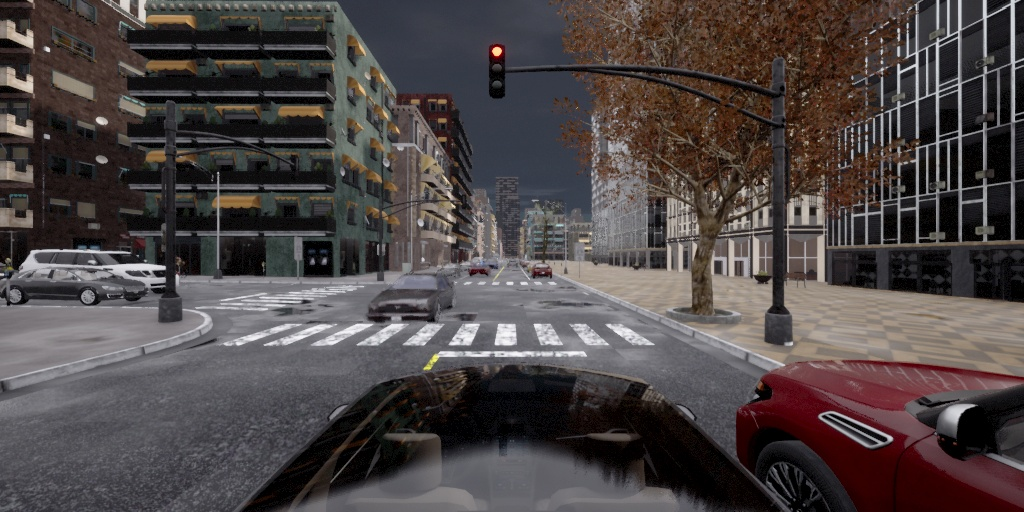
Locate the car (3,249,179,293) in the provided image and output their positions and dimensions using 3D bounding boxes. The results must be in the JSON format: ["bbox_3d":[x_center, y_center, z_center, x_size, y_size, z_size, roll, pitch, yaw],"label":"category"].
[{"bbox_3d":[-18.430,0.738,16.126,5.566,2.045,2.150,1,0,-1],"label":"car"}]

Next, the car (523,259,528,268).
[{"bbox_3d":[2.682,1.298,44.213,1.751,1.417,4.829,0,0,0],"label":"car"}]

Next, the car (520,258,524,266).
[{"bbox_3d":[2.679,1.375,60.640,1.802,1.307,4.207,0,0,0],"label":"car"}]

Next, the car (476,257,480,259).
[{"bbox_3d":[-5.700,1.226,55.106,1.967,1.591,4.097,0,0,0],"label":"car"}]

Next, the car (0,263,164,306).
[{"bbox_3d":[-16.437,1.092,13.558,4.403,1.370,2.007,0,0,-1],"label":"car"}]

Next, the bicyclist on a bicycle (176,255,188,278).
[{"bbox_3d":[-23.173,0.761,24.817,0.582,1.620,1.656,1,0,-1],"label":"bicyclist on a bicycle"}]

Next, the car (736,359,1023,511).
[{"bbox_3d":[2.692,1.065,0.590,2.192,1.841,5.009,0,0,0],"label":"car"}]

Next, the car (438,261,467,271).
[{"bbox_3d":[-5.696,1.312,32.976,2.007,1.370,4.403,0,0,0],"label":"car"}]

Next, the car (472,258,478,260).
[{"bbox_3d":[-5.698,1.323,44.041,2.007,1.370,4.403,0,0,0],"label":"car"}]

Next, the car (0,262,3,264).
[{"bbox_3d":[-33.192,0.869,21.766,4.403,1.370,2.007,0,0,-1],"label":"car"}]

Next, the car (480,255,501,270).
[{"bbox_3d":[-3.109,1.134,52.562,2.097,1.767,4.553,0,0,0],"label":"car"}]

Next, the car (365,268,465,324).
[{"bbox_3d":[-3.104,1.298,12.285,2.033,1.411,5.357,0,0,0],"label":"car"}]

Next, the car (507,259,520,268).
[{"bbox_3d":[0.087,1.289,64.453,2.128,1.511,4.902,0,0,0],"label":"car"}]

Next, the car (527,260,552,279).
[{"bbox_3d":[2.685,1.307,32.977,1.888,1.381,4.507,0,0,0],"label":"car"}]

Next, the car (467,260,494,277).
[{"bbox_3d":[-3.108,1.364,35.148,1.895,1.301,4.718,0,0,0],"label":"car"}]
